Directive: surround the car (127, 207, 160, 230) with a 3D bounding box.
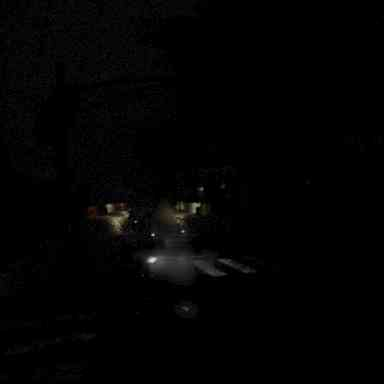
[{"bbox_3d":[-4.035,2.236,27.126,1.812,1.442,4.674,-2,-1,-13],"label":"car"}]

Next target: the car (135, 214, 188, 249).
[{"bbox_3d":[-1.610,2.039,17.253,1.895,1.301,4.718,-1,-1,-15],"label":"car"}]

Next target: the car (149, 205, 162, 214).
[{"bbox_3d":[-5.376,2.698,48.821,1.837,1.490,4.892,-2,-1,-9],"label":"car"}]

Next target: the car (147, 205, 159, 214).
[{"bbox_3d":[-6.908,3.019,58.940,1.994,1.385,4.181,-2,-1,-7],"label":"car"}]
